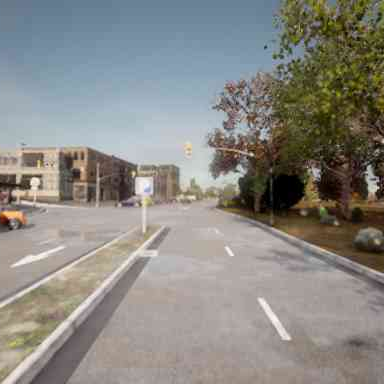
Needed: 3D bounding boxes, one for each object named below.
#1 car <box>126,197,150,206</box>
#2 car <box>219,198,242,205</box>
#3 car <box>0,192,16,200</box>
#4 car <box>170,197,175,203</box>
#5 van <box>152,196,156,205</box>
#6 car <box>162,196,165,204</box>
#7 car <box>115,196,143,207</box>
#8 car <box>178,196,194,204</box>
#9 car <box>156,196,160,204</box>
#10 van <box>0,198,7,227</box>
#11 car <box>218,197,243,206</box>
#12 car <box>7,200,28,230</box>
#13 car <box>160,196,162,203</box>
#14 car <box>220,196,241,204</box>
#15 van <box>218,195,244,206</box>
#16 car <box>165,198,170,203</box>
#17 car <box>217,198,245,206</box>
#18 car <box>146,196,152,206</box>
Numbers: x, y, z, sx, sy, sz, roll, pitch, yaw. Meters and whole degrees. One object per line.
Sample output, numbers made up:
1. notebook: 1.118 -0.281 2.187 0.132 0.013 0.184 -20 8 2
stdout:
1. car: -10.797 1.897 66.127 4.553 1.767 2.185 -1 -1 -14
2. car: 8.615 2.092 74.605 4.674 1.452 2.002 1 -1 -13
3. car: -28.235 0.678 51.040 2.002 1.452 4.674 6 -3 -19
4. car: -8.122 1.989 87.128 5.566 2.045 2.435 -1 -1 -12
5. van: -10.336 1.827 69.169 4.442 1.987 1.878 -1 -1 -14
6. car: -9.376 2.188 78.135 4.674 1.452 2.002 -1 -1 -13
7. car: -11.527 1.996 60.181 4.792 1.488 2.163 -1 0 -15
8. car: -1.428 2.142 78.990 1.837 1.490 4.892 0 -1 7
9. car: -10.112 2.087 72.138 4.892 1.521 2.231 -1 -1 -14
10. van: -13.630 1.503 19.397 4.442 1.987 1.878 -1 -1 -20
11. car: 7.576 1.839 65.773 4.553 1.767 2.185 1 -1 -14
12. car: -13.658 1.641 22.373 4.553 1.767 2.185 -1 -1 -19
13. car: -9.743 2.156 75.133 4.674 1.452 2.002 -1 0 -13
14. car: 9.347 1.983 80.475 4.553 1.767 2.185 1 -1 -12
15. van: 7.197 1.709 62.804 4.442 1.987 1.878 1 0 -14
16. car: -8.569 2.249 84.118 4.674 1.452 2.002 -1 0 -12
17. car: 8.108 1.993 68.766 5.366 1.575 1.946 1 -1 -13
18. car: -10.887 1.985 63.174 5.366 1.575 1.946 -1 -1 -15
